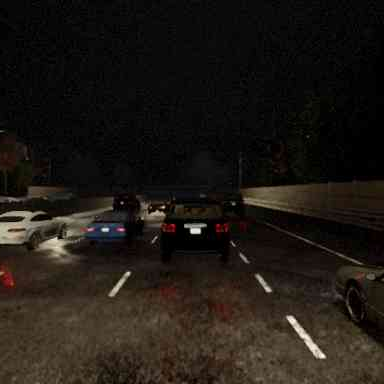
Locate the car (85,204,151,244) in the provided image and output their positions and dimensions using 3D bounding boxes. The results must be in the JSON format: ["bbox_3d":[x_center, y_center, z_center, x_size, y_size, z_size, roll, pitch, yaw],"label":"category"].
[{"bbox_3d":[-3.401,1.528,15.568,2.033,1.411,5.357,0,0,0],"label":"car"}]

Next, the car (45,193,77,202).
[{"bbox_3d":[-17.577,1.181,45.724,2.150,2.045,5.566,0,0,0],"label":"car"}]

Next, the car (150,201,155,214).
[{"bbox_3d":[-3.402,1.566,34.837,1.895,1.301,4.718,0,0,0],"label":"car"}]

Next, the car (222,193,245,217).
[{"bbox_3d":[3.497,1.120,30.681,2.150,2.045,5.566,0,0,0],"label":"car"}]

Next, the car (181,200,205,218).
[{"bbox_3d":[0.094,1.516,30.646,2.033,1.411,5.357,0,0,0],"label":"car"}]

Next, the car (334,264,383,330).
[{"bbox_3d":[3.609,1.493,3.978,2.033,1.411,5.357,0,0,1],"label":"car"}]

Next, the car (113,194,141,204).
[{"bbox_3d":[-6.905,1.185,35.535,2.150,2.045,5.566,0,0,0],"label":"car"}]

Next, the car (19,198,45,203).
[{"bbox_3d":[-21.078,1.482,45.177,1.812,1.442,4.674,0,0,0],"label":"car"}]

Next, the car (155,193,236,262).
[{"bbox_3d":[0.099,1.206,12.207,2.150,2.045,5.566,0,0,0],"label":"car"}]

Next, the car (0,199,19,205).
[{"bbox_3d":[-24.577,1.558,44.257,1.895,1.301,4.718,0,0,0],"label":"car"}]

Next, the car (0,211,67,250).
[{"bbox_3d":[-6.901,1.508,14.011,1.812,1.442,4.674,0,0,0],"label":"car"}]
